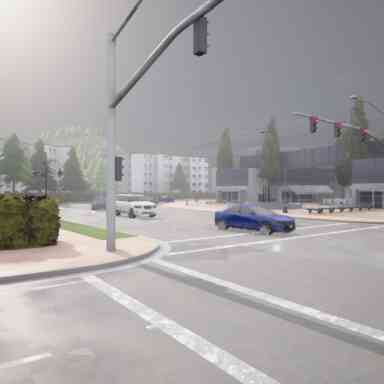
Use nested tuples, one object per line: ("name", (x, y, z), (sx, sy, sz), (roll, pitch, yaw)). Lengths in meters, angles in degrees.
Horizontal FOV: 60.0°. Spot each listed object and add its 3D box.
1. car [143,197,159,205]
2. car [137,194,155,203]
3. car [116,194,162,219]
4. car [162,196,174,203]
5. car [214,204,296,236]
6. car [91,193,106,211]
("car", (-7.213, 1.547, 59.082), (2.033, 1.411, 5.357), (0, 0, 3))
("car", (-9.314, 1.352, 68.077), (2.097, 1.767, 4.553), (0, 0, 15))
("car", (-5.185, 1.217, 29.796), (2.150, 2.045, 5.566), (0, 1, -34))
("car", (-5.299, 1.478, 69.547), (1.882, 1.535, 5.008), (0, 0, 20))
("car", (3.407, 1.478, 18.778), (1.882, 1.535, 5.008), (0, 0, -41))
("car", (-11.329, 1.352, 41.166), (2.097, 1.767, 4.553), (0, 0, -19))
